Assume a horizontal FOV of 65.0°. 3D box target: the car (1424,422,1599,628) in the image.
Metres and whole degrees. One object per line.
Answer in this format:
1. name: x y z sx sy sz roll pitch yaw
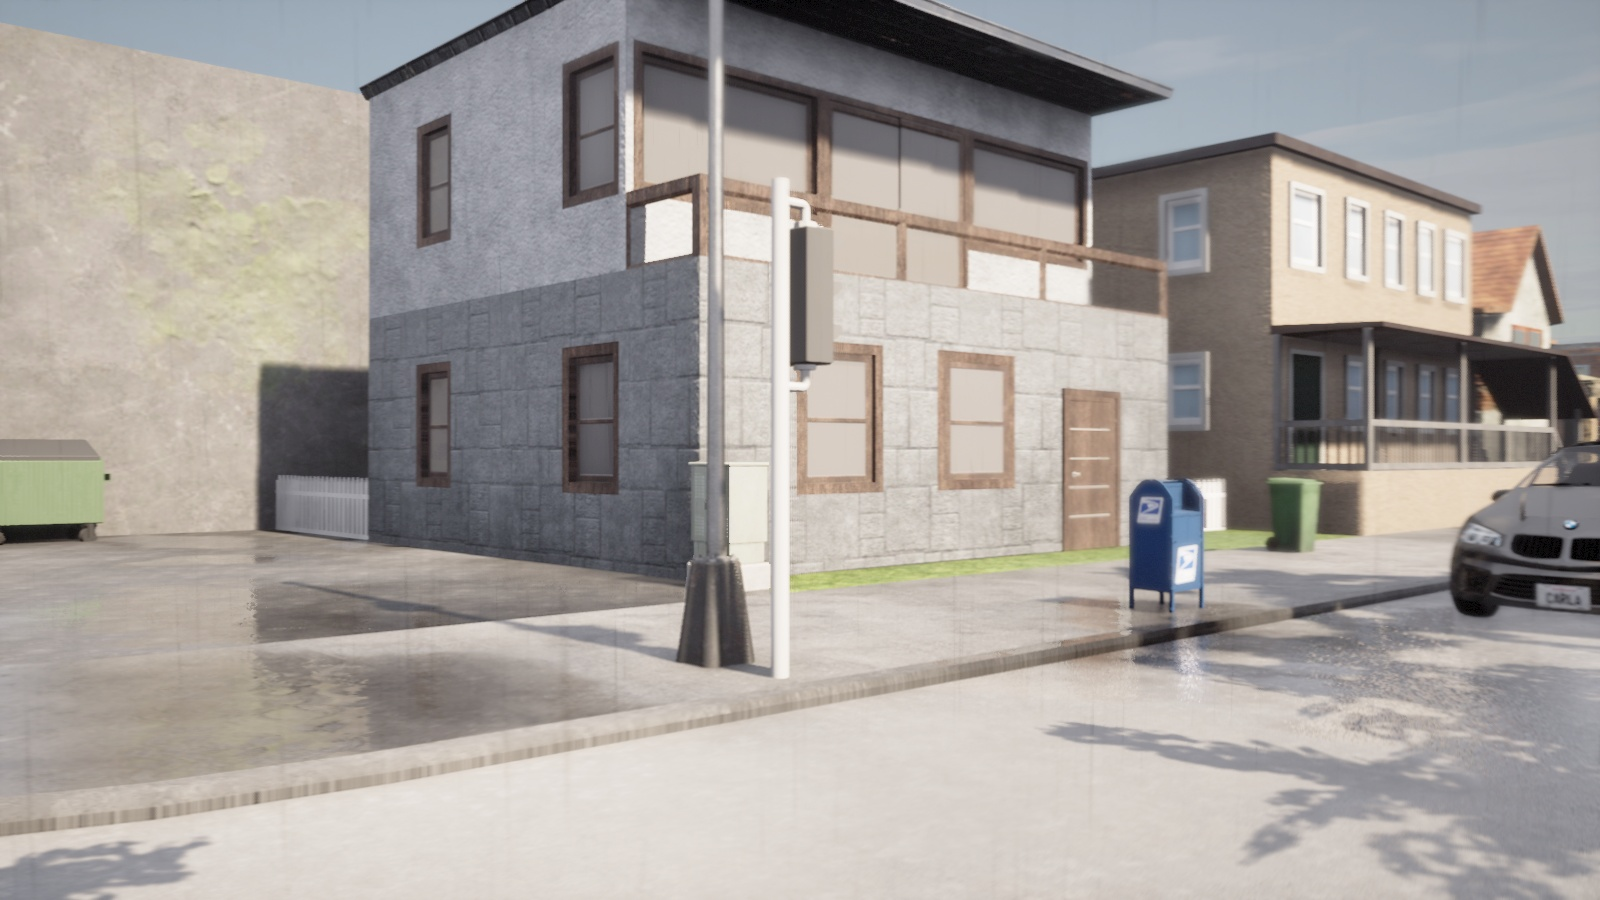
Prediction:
1. car: 8.034 0.611 11.888 4.611 1.667 2.242 0 0 -42
